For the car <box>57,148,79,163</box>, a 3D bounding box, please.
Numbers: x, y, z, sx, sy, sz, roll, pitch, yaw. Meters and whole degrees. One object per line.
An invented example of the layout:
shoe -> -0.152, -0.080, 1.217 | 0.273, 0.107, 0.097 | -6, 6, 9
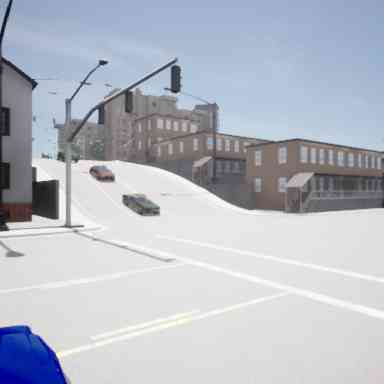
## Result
car -> -18.939, -5.607, 50.645 | 2.150, 2.045, 5.566 | 0, 8, -35

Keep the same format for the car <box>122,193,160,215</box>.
car -> -4.787, 0.993, 31.146 | 1.895, 1.301, 4.718 | 0, 15, -36

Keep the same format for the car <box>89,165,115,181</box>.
car -> -10.467, -2.319, 38.807 | 1.994, 1.385, 4.181 | 0, 17, -36

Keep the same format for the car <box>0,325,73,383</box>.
car -> -3.011, 1.602, 1.623 | 4.718, 1.301, 1.895 | 0, 0, -35
